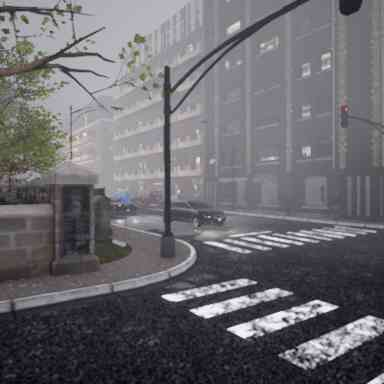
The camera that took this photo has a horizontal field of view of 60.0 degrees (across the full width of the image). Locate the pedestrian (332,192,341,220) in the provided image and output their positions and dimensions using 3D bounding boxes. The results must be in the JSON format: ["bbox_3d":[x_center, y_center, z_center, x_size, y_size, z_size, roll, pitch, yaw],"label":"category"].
[{"bbox_3d":[9.528,0.896,21.993,0.375,1.860,0.375,1,0,-36],"label":"pedestrian"}]

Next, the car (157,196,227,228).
[{"bbox_3d":[0.089,1.242,20.084,1.837,1.490,4.892,0,1,-36],"label":"car"}]

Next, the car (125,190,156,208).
[{"bbox_3d":[-5.006,0.722,36.881,2.192,1.841,5.009,1,1,-36],"label":"car"}]

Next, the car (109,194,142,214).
[{"bbox_3d":[-6.546,1.137,29.162,1.895,1.301,4.718,0,1,-36],"label":"car"}]

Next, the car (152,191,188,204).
[{"bbox_3d":[-1.745,0.945,32.427,1.967,1.590,4.097,1,1,-36],"label":"car"}]

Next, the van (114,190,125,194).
[{"bbox_3d":[-8.270,0.650,41.336,1.690,1.788,3.998,1,1,-36],"label":"van"}]
